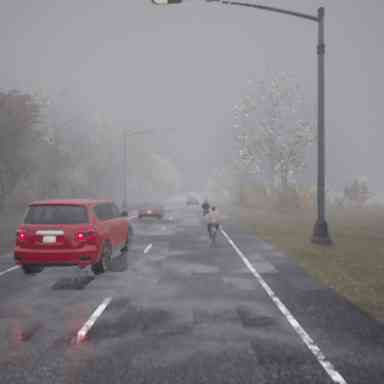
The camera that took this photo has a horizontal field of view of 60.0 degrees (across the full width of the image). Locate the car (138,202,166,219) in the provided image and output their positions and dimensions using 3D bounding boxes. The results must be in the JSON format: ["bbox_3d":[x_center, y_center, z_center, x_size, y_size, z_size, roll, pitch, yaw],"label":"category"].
[{"bbox_3d":[-3.402,1.549,28.569,1.994,1.385,4.181,0,0,0],"label":"car"}]

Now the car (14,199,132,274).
[{"bbox_3d":[-3.401,1.216,10.624,2.150,2.045,5.566,0,0,0],"label":"car"}]

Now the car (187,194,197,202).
[{"bbox_3d":[0.005,1.322,73.737,2.097,1.767,4.553,0,0,0],"label":"car"}]

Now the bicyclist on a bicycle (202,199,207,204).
[{"bbox_3d":[0.967,1.358,23.586,0.659,1.776,1.843,0,0,0],"label":"bicyclist on a bicycle"}]

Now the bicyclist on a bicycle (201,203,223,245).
[{"bbox_3d":[0.940,1.429,14.578,0.866,1.612,1.509,0,0,0],"label":"bicyclist on a bicycle"}]

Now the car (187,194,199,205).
[{"bbox_3d":[0.104,1.537,56.483,1.994,1.385,4.181,0,0,0],"label":"car"}]
